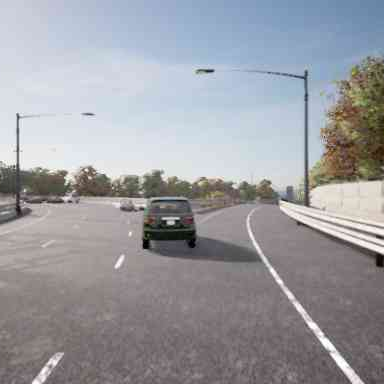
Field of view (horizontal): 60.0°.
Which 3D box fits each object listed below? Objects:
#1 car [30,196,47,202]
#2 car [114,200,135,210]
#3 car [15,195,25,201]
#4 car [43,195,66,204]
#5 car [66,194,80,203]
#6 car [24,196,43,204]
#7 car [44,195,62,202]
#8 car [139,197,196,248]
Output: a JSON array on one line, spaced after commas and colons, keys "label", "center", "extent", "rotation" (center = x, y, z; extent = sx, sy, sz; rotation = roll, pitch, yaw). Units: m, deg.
[{"label": "car", "center": [-35.669, 1.631, 77.079], "extent": [4.718, 1.301, 1.895], "rotation": [0, 0, 43]}, {"label": "car", "center": [-8.763, 1.656, 42.857], "extent": [1.895, 1.301, 4.718], "rotation": [0, 0, -23]}, {"label": "car", "center": [-38.148, 1.549, 74.610], "extent": [4.892, 1.490, 1.837], "rotation": [0, 0, 43]}, {"label": "car", "center": [-28.694, 1.688, 69.361], "extent": [2.128, 1.511, 4.902], "rotation": [0, 0, -42]}, {"label": "car", "center": [-26.161, 1.371, 71.773], "extent": [2.150, 2.045, 5.566], "rotation": [0, 0, -42]}, {"label": "car", "center": [-32.089, 1.700, 67.947], "extent": [1.812, 1.442, 4.674], "rotation": [0, 0, -42]}, {"label": "car", "center": [-33.147, 1.547, 79.508], "extent": [4.902, 1.511, 2.128], "rotation": [0, 0, 43]}, {"label": "car", "center": [-1.178, 1.232, 15.022], "extent": [2.150, 2.045, 5.566], "rotation": [0, 0, -8]}]
